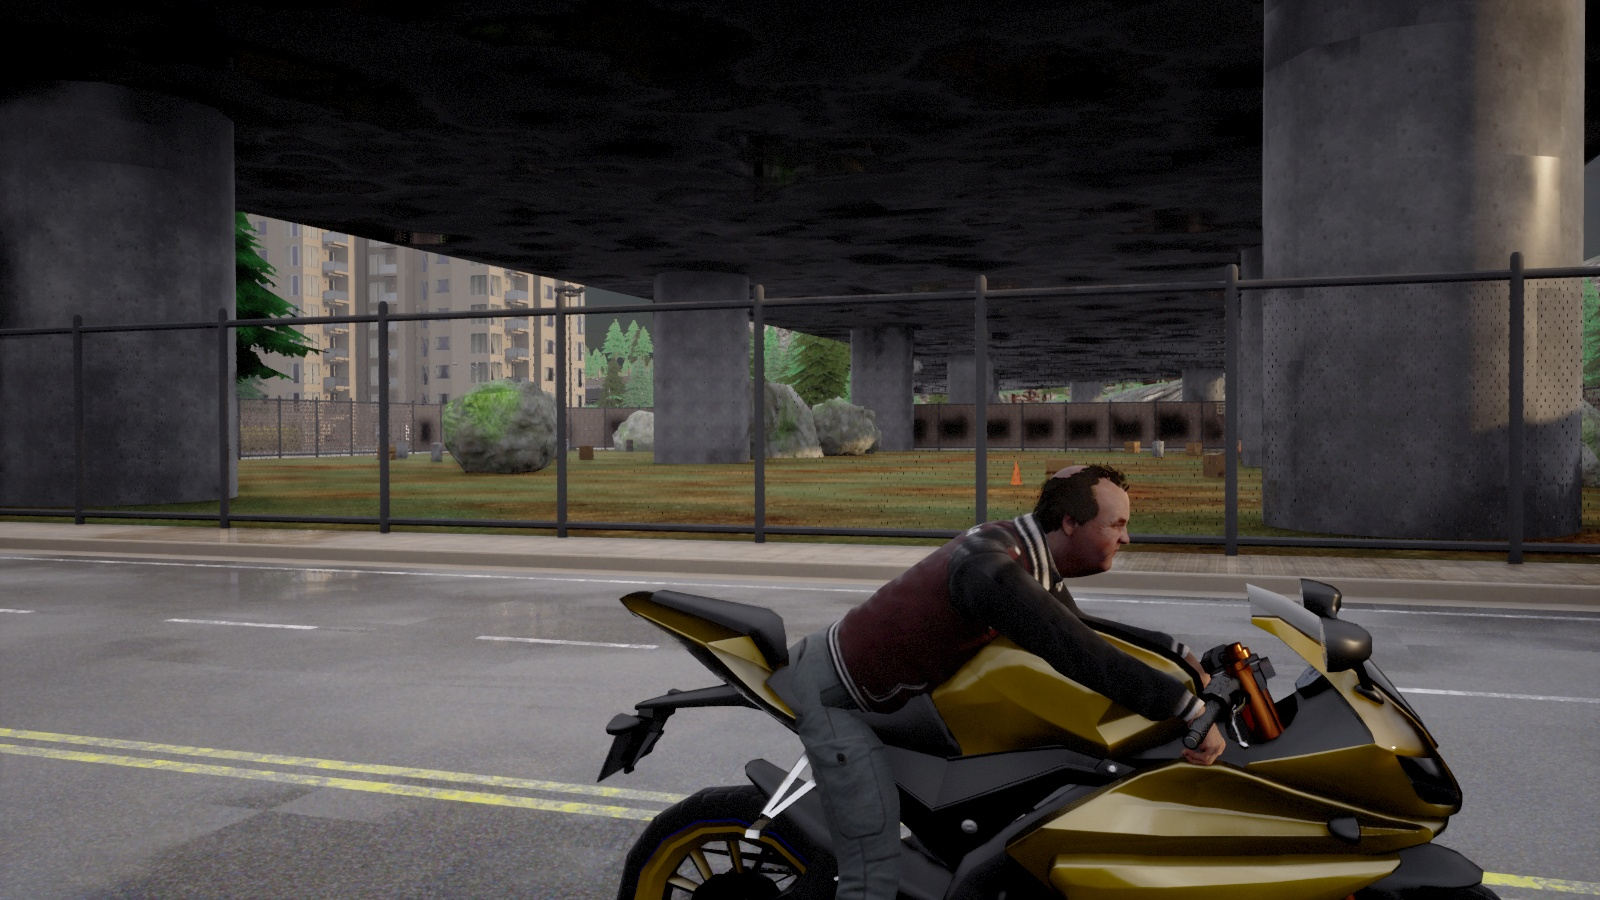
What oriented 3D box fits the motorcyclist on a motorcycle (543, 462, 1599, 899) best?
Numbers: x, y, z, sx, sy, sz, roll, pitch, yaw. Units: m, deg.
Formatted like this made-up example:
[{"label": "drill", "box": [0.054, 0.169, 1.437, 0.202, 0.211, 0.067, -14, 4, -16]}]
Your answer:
[{"label": "motorcyclist on a motorcycle", "box": [0.575, 0.816, 3.000, 2.191, 1.530, 0.866, 1, 1, 19]}]
